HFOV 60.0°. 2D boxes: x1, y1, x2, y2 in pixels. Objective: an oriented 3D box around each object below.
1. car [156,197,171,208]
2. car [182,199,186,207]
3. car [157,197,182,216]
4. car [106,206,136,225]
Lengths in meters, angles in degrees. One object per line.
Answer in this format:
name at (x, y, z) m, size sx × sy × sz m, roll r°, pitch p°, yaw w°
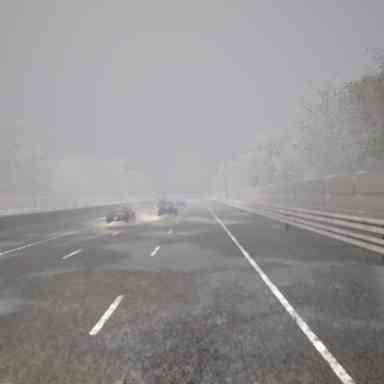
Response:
car at (-5.663, 2.100, 66.775) m, size 2.150 × 2.045 × 5.566 m, roll -3°, pitch -1°, yaw 1°
car at (-2.207, 2.056, 64.278) m, size 2.097 × 1.767 × 4.553 m, roll -3°, pitch 0°, yaw 1°
car at (-2.698, 1.824, 38.876) m, size 2.097 × 1.767 × 4.553 m, roll -3°, pitch 0°, yaw 1°
car at (-6.358, 2.041, 30.187) m, size 2.128 × 1.511 × 4.902 m, roll -3°, pitch -1°, yaw 1°
